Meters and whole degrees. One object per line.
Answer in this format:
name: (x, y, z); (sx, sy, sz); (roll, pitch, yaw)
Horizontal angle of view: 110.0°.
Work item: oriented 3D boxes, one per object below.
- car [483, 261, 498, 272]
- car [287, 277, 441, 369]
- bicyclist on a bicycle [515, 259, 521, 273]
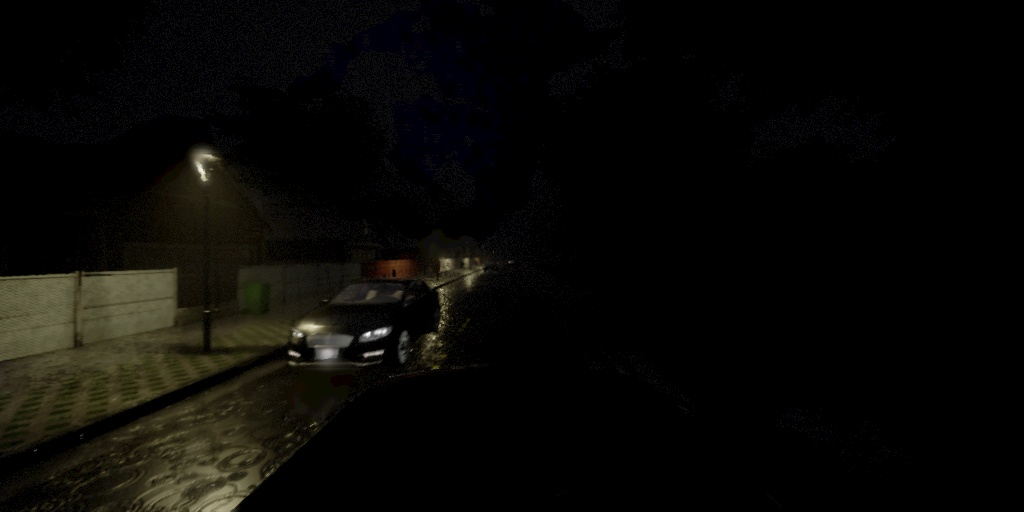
car: (-2.835, 1.377, 48.763); (2.033, 1.411, 5.357); (0, 0, 0)
car: (-2.850, 1.248, 7.974); (2.128, 1.511, 4.902); (0, 0, 0)
bicyclist on a bicycle: (0.751, 1.262, 40.130); (0.582, 1.620, 1.656); (0, 0, 0)
